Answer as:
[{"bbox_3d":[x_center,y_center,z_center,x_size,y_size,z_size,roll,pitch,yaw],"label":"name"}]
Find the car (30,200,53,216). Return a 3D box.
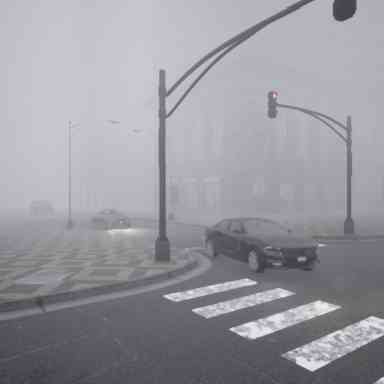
[{"bbox_3d":[-20.451,2.050,45.102,2.150,2.045,5.566,0,-1,-35],"label":"car"}]

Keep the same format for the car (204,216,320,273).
[{"bbox_3d":[2.036,1.572,11.041,1.882,1.535,5.008,1,-3,-20],"label":"car"}]

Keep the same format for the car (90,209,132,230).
[{"bbox_3d":[-6.066,1.956,24.695,1.994,1.385,4.181,0,-1,-35],"label":"car"}]
